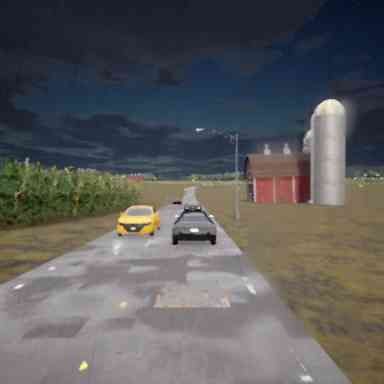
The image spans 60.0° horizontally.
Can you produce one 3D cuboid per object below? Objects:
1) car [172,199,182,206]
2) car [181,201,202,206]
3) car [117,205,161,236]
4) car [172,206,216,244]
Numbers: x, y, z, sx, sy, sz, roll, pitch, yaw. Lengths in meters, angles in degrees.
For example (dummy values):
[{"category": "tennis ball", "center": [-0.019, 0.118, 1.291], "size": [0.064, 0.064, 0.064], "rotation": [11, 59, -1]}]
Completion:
[{"category": "car", "center": [-2.747, 1.926, 62.226], "size": [1.895, 1.301, 4.718], "rotation": [0, -1, 0]}, {"category": "car", "center": [0.094, 1.677, 35.958], "size": [1.895, 1.301, 4.718], "rotation": [0, 0, 0]}, {"category": "car", "center": [-2.847, 1.501, 18.596], "size": [1.882, 1.535, 5.008], "rotation": [0, 0, 0]}, {"category": "car", "center": [0.098, 1.583, 15.993], "size": [1.994, 1.385, 4.181], "rotation": [0, 0, 0]}]
